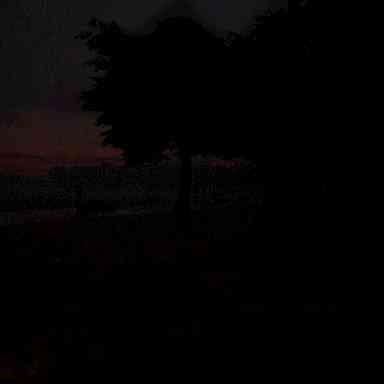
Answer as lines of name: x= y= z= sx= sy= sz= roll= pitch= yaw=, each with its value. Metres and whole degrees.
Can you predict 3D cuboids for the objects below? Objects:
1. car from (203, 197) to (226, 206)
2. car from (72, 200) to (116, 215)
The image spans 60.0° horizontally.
car: x=3.843 y=1.571 z=55.984 sx=2.033 sy=1.411 sz=5.357 roll=3 pitch=1 yaw=31
car: x=-9.952 y=1.498 z=34.015 sx=1.812 sy=1.442 sz=4.674 roll=3 pitch=2 yaw=34
